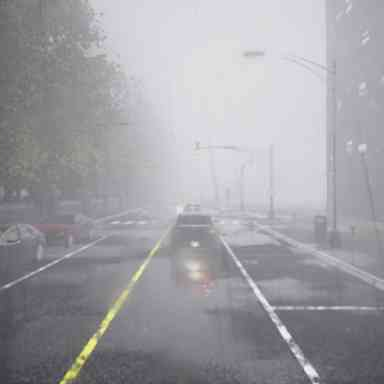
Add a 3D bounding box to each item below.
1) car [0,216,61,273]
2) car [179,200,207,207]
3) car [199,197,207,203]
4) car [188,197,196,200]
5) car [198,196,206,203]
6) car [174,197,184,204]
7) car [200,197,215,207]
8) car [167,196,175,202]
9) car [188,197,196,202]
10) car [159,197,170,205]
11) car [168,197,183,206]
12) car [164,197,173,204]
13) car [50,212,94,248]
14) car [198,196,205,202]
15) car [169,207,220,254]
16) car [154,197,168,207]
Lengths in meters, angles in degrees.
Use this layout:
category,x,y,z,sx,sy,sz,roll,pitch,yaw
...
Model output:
category,x,y,z,sx,sy,sz,roll,pitch,yaw
car,-5.766,1.604,9.617,2.008,1.369,4.403,0,0,0
car,0.098,1.729,31.612,2.033,1.411,5.357,0,0,0
car,2.683,2.046,81.238,1.887,1.381,4.507,0,0,0
car,-0.009,2.023,79.944,2.033,1.411,5.357,0,0,0
car,2.683,1.981,86.870,1.967,1.590,4.097,0,0,0
car,-3.008,2.002,77.825,2.128,1.511,4.902,0,0,0
car,2.686,1.880,53.075,1.947,1.339,4.313,0,0,0
car,-5.698,2.022,92.501,1.967,1.590,4.097,0,0,0
car,-0.010,1.981,90.361,2.033,1.411,5.357,0,0,0
car,-5.696,1.864,69.973,1.967,1.590,4.097,0,0,0
car,-3.043,1.851,62.349,1.882,1.535,5.008,0,0,1
car,-5.697,2.025,81.067,1.752,1.417,4.829,0,0,0
car,-5.819,1.629,15.157,1.887,1.381,4.507,0,0,0
car,2.682,2.022,92.502,1.967,1.590,4.097,0,0,0
car,0.100,1.582,13.957,1.837,1.490,4.892,0,0,0
car,-5.695,1.932,58.707,1.802,1.307,4.206,0,0,0
